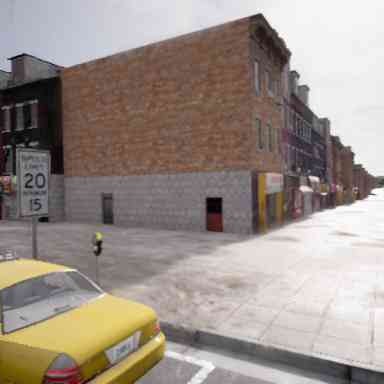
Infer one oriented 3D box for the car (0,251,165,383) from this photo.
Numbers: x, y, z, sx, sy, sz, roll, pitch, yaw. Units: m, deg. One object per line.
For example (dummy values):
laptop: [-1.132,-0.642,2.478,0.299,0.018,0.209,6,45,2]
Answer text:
car: [-2.670,1.464,4.329,4.829,1.417,1.752,0,1,29]
